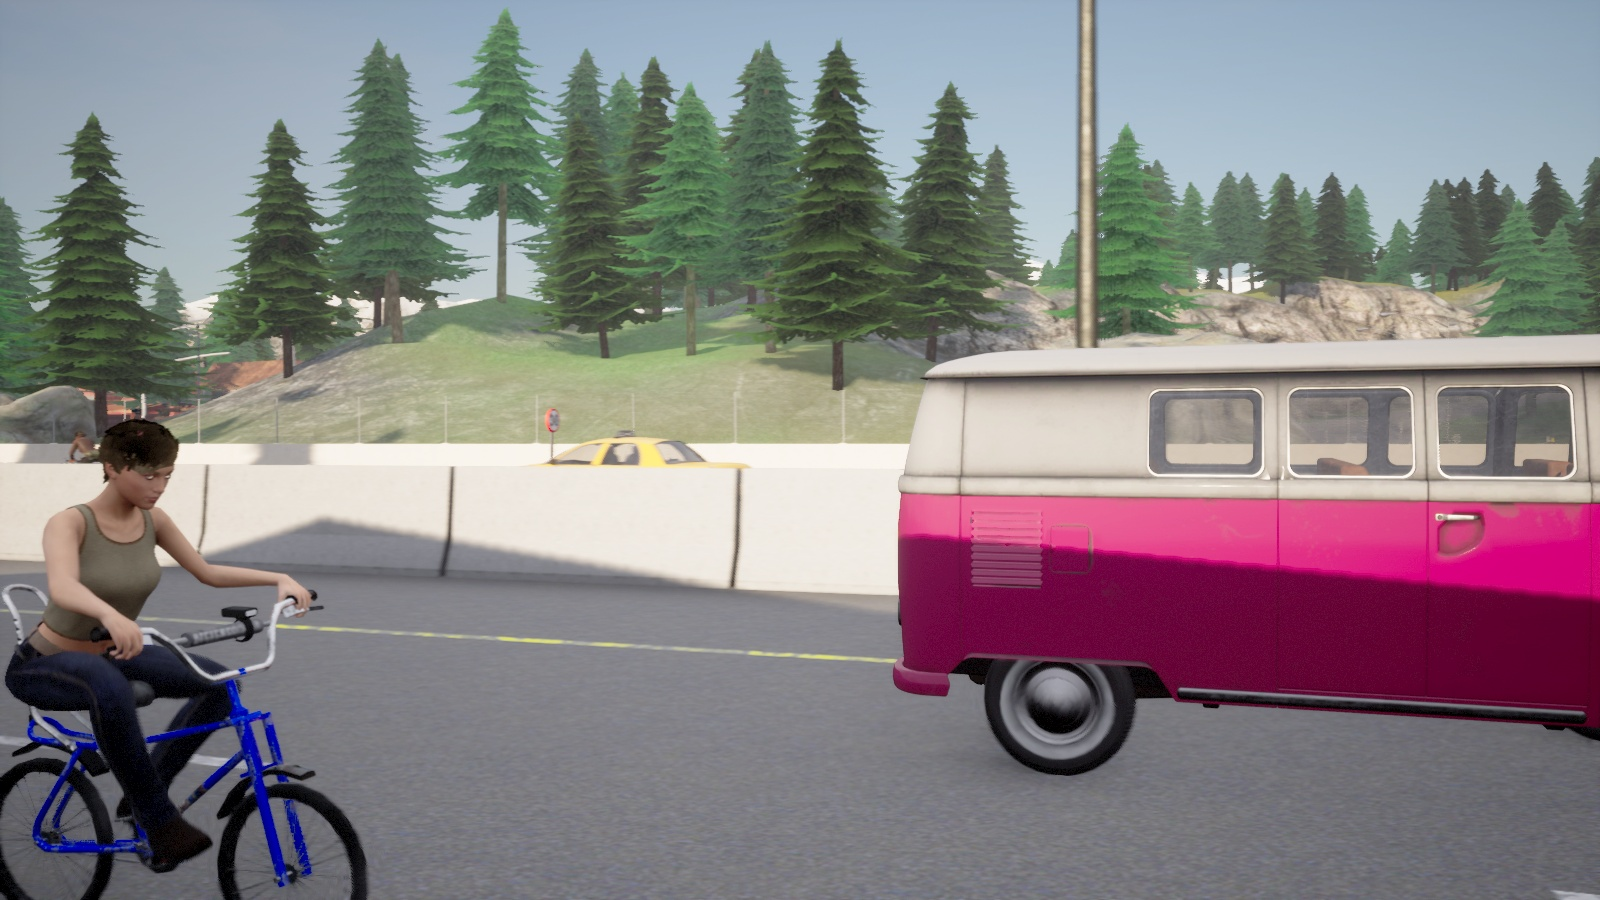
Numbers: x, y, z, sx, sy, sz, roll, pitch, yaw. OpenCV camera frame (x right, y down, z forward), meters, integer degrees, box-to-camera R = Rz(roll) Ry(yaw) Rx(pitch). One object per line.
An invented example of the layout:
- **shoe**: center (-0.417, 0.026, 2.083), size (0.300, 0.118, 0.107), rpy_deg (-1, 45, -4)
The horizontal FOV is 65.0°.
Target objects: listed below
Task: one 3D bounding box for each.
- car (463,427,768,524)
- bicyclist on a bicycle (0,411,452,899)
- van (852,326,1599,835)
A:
- **car**: center (-3.379, 0.388, 22.679), size (5.366, 1.575, 1.801), rpy_deg (1, 1, 26)
- **bicyclist on a bicycle**: center (-1.971, 0.693, 3.858), size (1.509, 1.612, 0.866), rpy_deg (1, 1, 19)
- **van**: center (2.635, 0.493, 5.995), size (4.442, 1.987, 1.775), rpy_deg (1, 1, 19)
